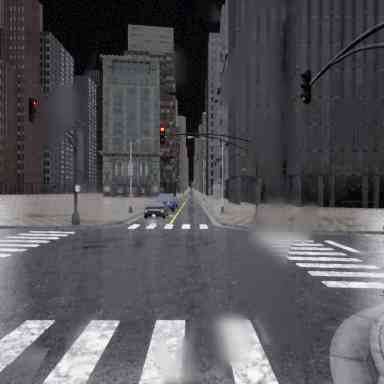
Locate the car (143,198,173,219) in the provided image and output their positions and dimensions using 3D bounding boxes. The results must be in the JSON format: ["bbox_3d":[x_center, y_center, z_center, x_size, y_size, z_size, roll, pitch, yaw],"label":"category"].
[{"bbox_3d":[-3.112,1.548,29.833,2.033,1.411,5.357,0,0,0],"label":"car"}]

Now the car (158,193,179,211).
[{"bbox_3d":[-3.113,1.222,40.084,2.150,2.045,5.566,0,0,0],"label":"car"}]

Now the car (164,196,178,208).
[{"bbox_3d":[-3.107,1.479,50.531,1.882,1.535,5.008,0,0,0],"label":"car"}]
